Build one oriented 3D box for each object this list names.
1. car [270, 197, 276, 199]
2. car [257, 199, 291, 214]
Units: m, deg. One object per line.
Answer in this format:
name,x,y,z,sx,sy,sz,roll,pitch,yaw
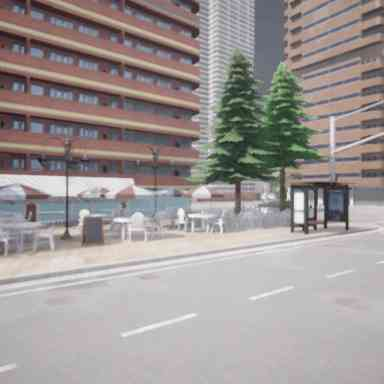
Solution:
car,12.263,1.762,40.232,1.837,1.490,4.892,0,0,-37
car,9.477,1.809,38.111,1.994,1.385,4.181,0,0,-38
